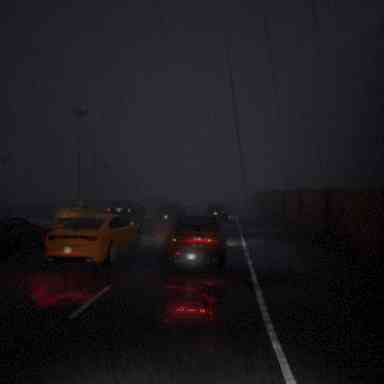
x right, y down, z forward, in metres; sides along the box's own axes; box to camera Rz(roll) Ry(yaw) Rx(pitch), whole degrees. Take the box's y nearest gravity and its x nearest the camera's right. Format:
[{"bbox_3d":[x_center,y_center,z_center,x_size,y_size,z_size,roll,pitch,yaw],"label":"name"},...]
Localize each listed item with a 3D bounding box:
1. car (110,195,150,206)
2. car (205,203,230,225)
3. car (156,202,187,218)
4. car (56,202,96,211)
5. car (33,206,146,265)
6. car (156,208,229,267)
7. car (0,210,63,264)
[{"bbox_3d":[-5.138,1.380,26.550,2.097,1.767,4.553,0,0,7],"label":"car"},{"bbox_3d":[1.941,1.593,26.828,1.994,1.385,4.181,0,0,7],"label":"car"},{"bbox_3d":[-1.616,1.536,26.535,1.837,1.490,4.892,0,0,7],"label":"car"},{"bbox_3d":[-8.731,1.506,25.955,1.882,1.535,5.008,0,0,7],"label":"car"},{"bbox_3d":[-3.226,1.491,11.836,1.882,1.535,5.008,0,0,6],"label":"car"},{"bbox_3d":[0.254,1.517,11.481,1.837,1.490,4.892,0,0,6],"label":"car"},{"bbox_3d":[-6.731,1.577,11.938,1.994,1.385,4.181,0,0,6],"label":"car"}]
